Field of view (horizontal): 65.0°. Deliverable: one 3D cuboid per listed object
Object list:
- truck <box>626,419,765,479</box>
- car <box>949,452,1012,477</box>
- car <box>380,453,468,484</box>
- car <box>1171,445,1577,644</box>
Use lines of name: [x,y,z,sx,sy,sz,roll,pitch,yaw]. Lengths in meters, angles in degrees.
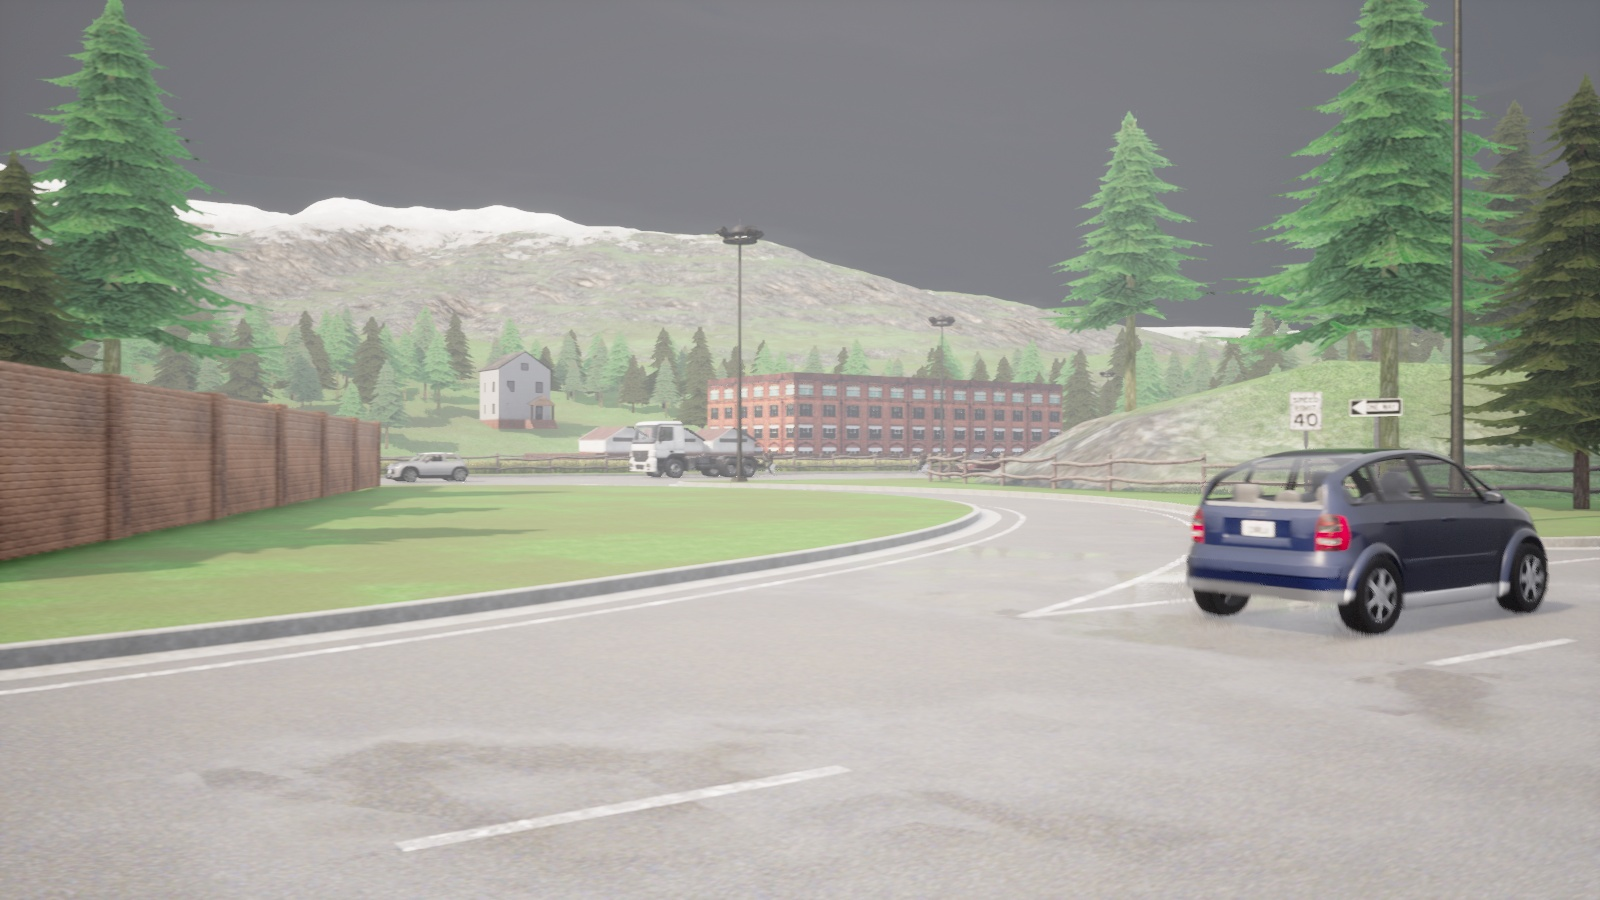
truck: [-6.252,-0.039,75.585,7.936,3.462,2.891,0,0,-35]
car: [11.384,0.894,79.272,3.705,1.549,1.789,0,0,-35]
car: [-18.756,0.904,62.670,3.806,1.475,1.970,0,0,-35]
car: [5.387,0.742,11.673,3.705,1.549,1.789,0,0,-35]
